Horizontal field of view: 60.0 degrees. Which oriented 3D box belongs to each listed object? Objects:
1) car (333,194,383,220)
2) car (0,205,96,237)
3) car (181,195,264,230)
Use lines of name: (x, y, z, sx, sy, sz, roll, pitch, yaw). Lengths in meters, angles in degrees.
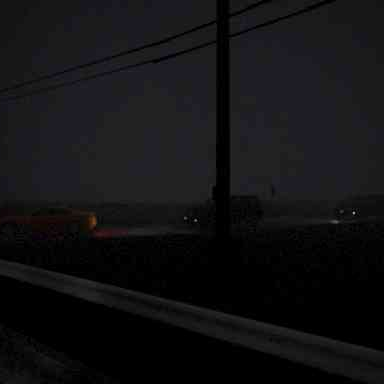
car: (14.558, 1.221, 28.356, 5.566, 2.045, 2.150, 0, 0, -29)
car: (-7.771, 1.483, 17.959, 5.008, 1.535, 1.882, 0, 0, -14)
car: (2.037, 1.223, 21.468, 5.566, 2.045, 2.150, 0, 0, -27)
